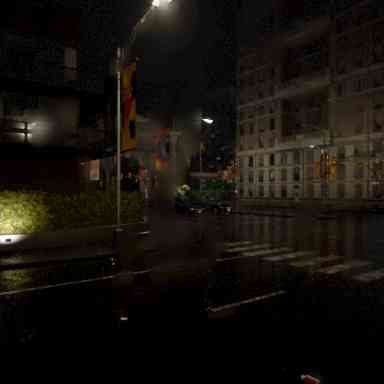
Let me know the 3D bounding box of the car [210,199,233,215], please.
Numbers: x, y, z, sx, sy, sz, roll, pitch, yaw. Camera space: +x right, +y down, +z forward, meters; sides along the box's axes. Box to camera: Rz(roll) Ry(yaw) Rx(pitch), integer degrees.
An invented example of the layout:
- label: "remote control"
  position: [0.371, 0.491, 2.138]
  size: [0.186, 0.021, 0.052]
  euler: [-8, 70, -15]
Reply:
- label: "car"
  position: [2.170, 1.491, 34.229]
  size: [2.128, 1.511, 4.902]
  euler: [0, 0, -35]

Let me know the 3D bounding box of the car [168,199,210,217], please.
- label: "car"
  position: [-0.621, 1.526, 32.112]
  size: [1.812, 1.442, 4.674]
  euler: [0, 0, -35]
